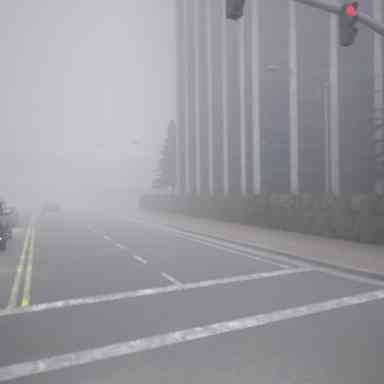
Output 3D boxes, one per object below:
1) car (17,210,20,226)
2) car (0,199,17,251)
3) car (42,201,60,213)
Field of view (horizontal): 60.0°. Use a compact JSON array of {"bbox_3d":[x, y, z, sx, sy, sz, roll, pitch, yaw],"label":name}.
[{"bbox_3d":[-13.557,1.736,24.094,2.033,1.411,5.357,-1,0,-25],"label":"car"},{"bbox_3d":[-9.113,1.348,14.427,2.150,2.045,5.566,-1,0,-25],"label":"car"},{"bbox_3d":[-17.474,1.783,41.243,1.994,1.385,4.181,-1,1,-24],"label":"car"}]
